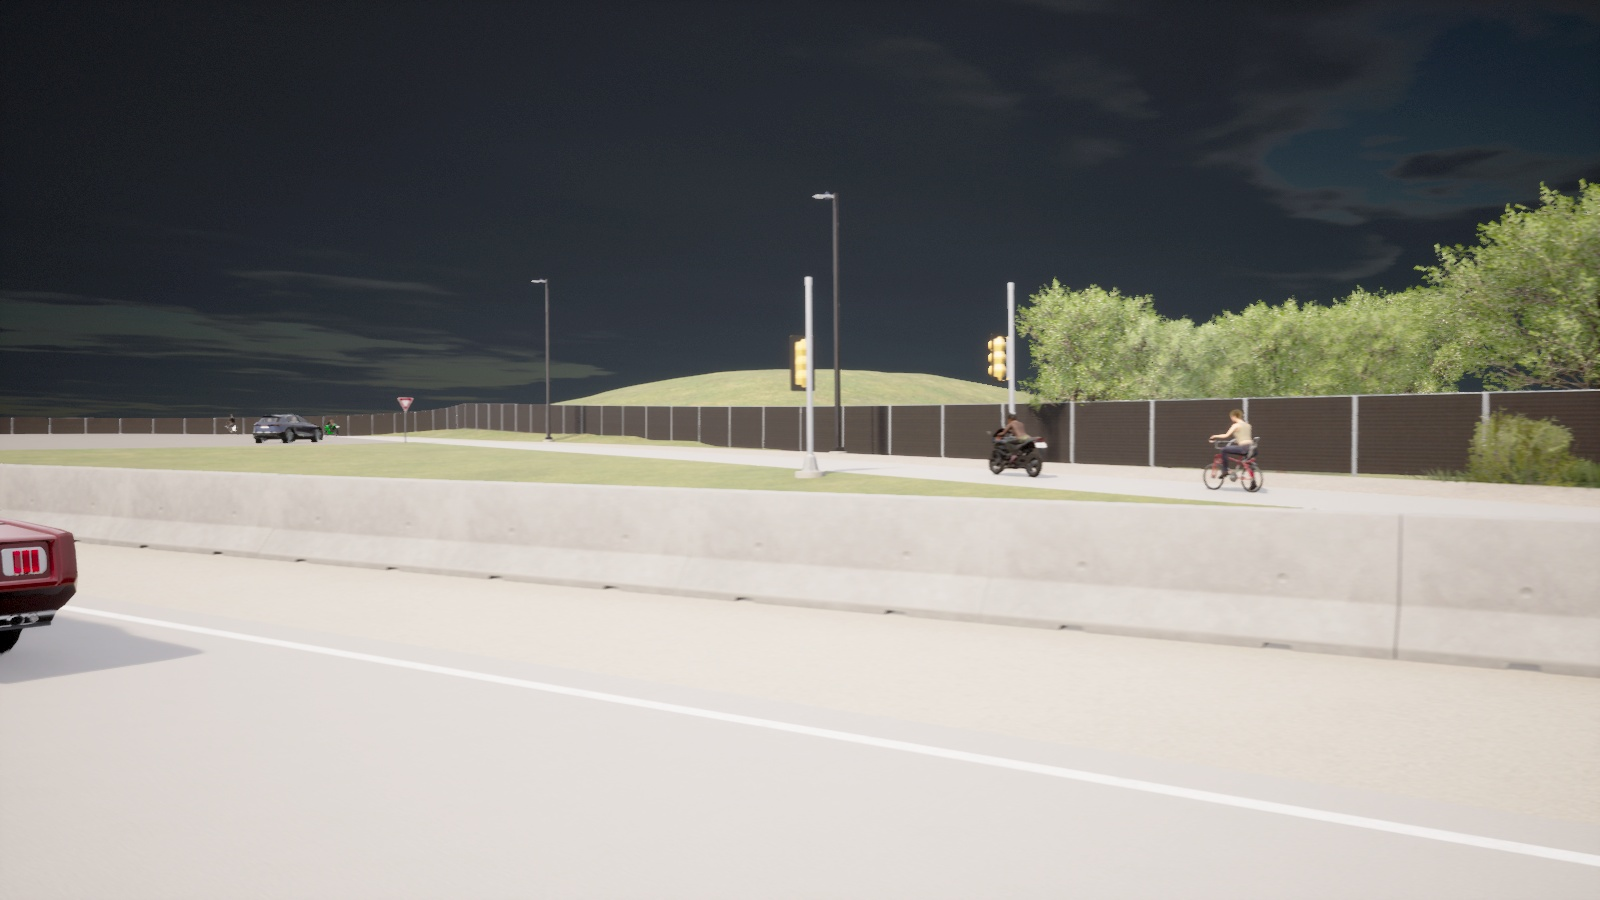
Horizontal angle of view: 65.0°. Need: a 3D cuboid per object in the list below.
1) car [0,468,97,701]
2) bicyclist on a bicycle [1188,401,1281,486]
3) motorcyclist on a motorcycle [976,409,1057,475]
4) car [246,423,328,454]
[{"bbox_3d":[-6.752,0.783,8.112,4.718,1.301,1.895,0,1,34],"label":"car"},{"bbox_3d":[8.483,-0.141,24.551,0.866,1.612,1.509,-2,2,-29],"label":"bicyclist on a bicycle"},{"bbox_3d":[5.213,-0.210,30.340,0.797,1.523,2.044,-2,2,-29],"label":"motorcyclist on a motorcycle"},{"bbox_3d":[-28.723,-0.690,70.504,2.033,1.649,4.856,-1,1,9],"label":"car"}]
